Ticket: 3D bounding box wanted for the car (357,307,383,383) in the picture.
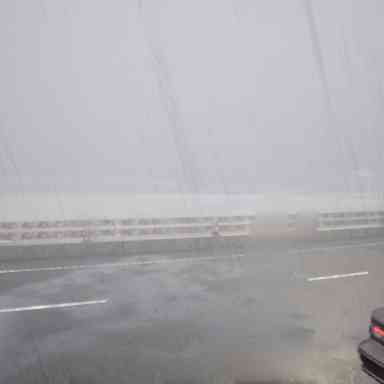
[{"bbox_3d":[4.529,1.548,3.808,5.357,1.411,2.033,0,0,-20],"label":"car"}]
